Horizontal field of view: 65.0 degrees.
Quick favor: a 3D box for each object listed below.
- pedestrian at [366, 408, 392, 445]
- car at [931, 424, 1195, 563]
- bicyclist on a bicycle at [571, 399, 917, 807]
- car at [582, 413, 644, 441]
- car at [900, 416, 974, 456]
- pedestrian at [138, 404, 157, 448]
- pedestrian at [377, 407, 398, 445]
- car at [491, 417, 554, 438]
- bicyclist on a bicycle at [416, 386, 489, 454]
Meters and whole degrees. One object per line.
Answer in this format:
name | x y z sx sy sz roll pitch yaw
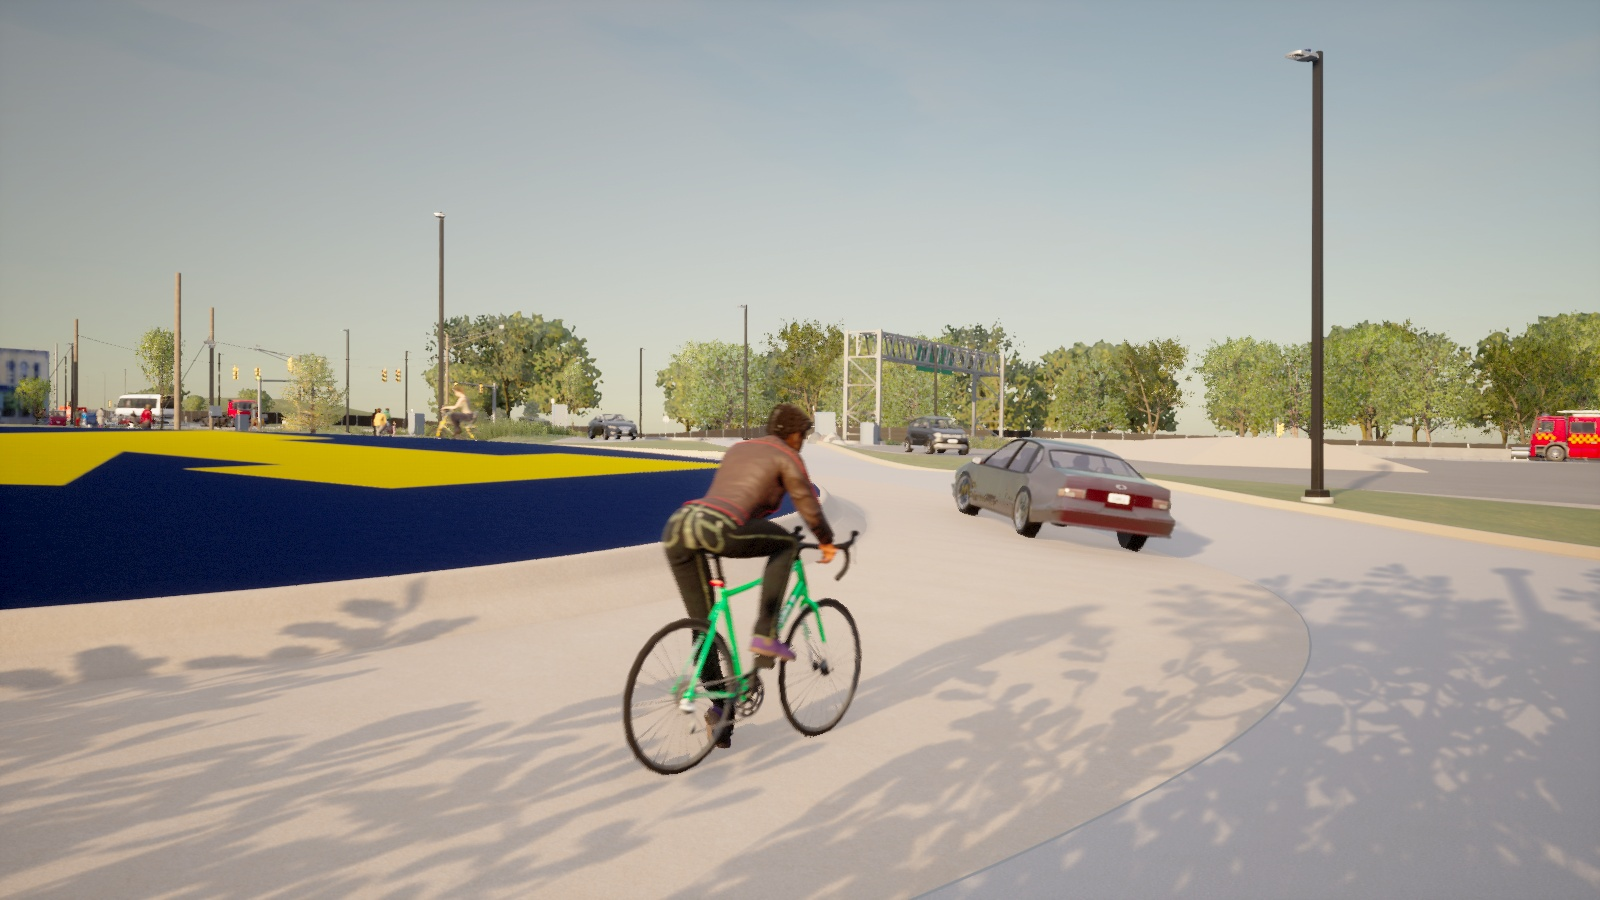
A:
pedestrian | -21.566 -1.187 64.383 0.874 1.855 0.900 0 0 24
car | 3.734 0.527 19.093 2.033 1.411 5.357 7 2 -9
bicyclist on a bicycle | -0.201 0.607 5.823 0.582 1.620 1.656 4 2 40
car | -10.746 -1.309 71.921 2.128 1.511 4.902 0 1 -25
car | 5.623 -0.614 51.869 1.789 1.549 3.705 2 1 -15
pedestrian | -27.858 -1.012 53.608 0.331 1.846 0.636 0 0 26
pedestrian | -21.773 -1.263 66.259 0.659 1.952 0.873 0 0 23
car | -20.652 -1.662 93.404 4.514 1.525 2.007 1 0 32
bicyclist on a bicycle | -8.693 -0.763 31.459 1.509 1.612 0.866 2 2 9
